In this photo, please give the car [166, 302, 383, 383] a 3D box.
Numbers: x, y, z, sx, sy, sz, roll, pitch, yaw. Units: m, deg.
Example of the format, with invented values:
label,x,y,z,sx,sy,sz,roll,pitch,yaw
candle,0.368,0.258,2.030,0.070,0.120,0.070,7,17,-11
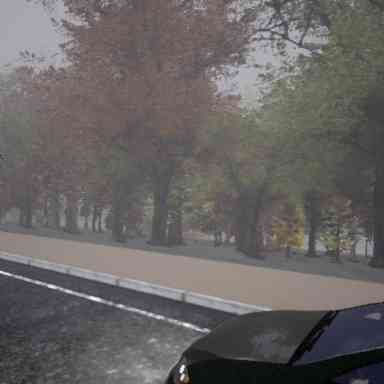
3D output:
label,x,y,z,sx,sy,sz,roll,pitch,yaw
car,1.789,1.564,2.410,4.181,1.385,1.994,0,0,36
